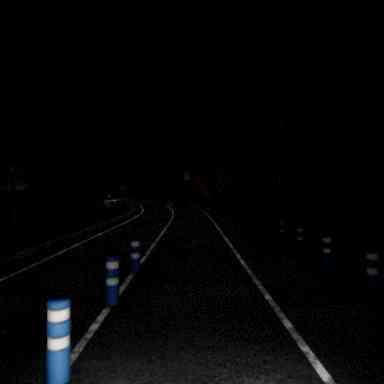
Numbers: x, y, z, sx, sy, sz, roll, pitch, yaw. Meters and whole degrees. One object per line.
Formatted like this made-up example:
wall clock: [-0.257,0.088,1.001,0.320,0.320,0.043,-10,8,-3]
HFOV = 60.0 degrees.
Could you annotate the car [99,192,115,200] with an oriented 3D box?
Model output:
car: [-17.650,0.787,69.074,1.837,1.490,4.892,-5,3,-39]

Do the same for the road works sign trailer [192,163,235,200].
road works sign trailer: [2.364,-1.133,34.203,3.560,2.380,2.880,-31,-1,19]

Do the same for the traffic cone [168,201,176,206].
traffic cone: [-2.487,1.651,40.931,0.340,0.580,0.340,-1,0,-8]
